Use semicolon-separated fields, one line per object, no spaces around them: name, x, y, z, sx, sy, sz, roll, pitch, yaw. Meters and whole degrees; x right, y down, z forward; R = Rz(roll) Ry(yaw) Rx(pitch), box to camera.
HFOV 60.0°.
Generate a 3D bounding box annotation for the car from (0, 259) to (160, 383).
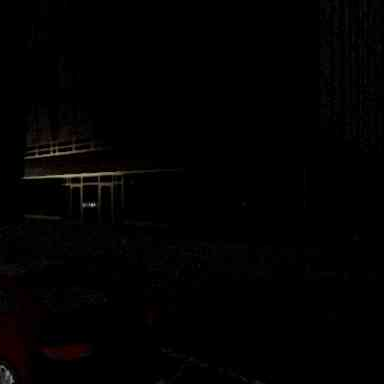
car;-2.327;1.621;4.609;4.206;1.307;1.802;-1;0;35
